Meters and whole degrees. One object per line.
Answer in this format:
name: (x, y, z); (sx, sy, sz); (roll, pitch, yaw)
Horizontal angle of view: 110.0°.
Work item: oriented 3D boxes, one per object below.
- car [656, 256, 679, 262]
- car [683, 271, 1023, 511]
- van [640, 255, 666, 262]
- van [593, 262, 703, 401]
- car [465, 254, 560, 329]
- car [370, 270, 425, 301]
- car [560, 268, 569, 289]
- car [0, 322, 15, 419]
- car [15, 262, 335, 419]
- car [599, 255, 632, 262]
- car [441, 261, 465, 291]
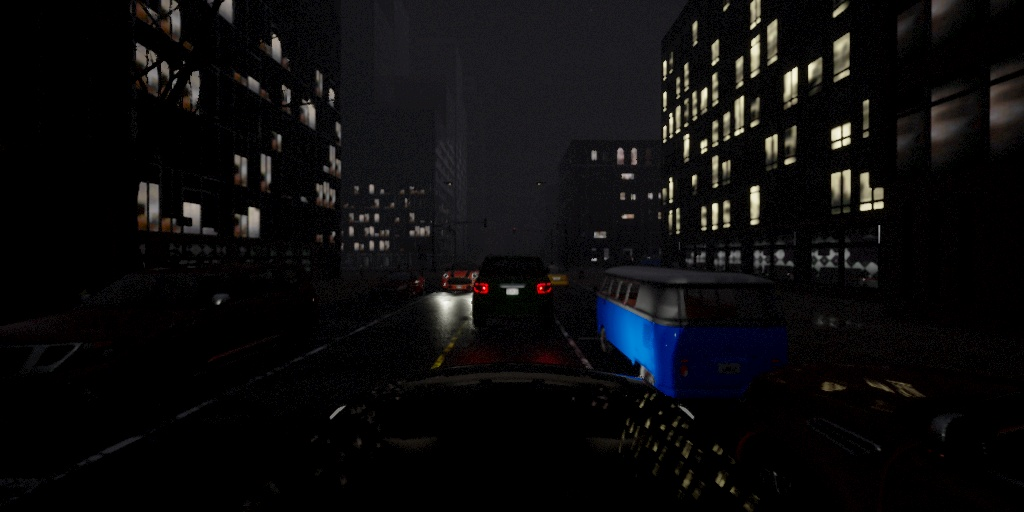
car: (21.093, 0.995, 45.310); (4.507, 1.381, 1.888); (0, 0, -1)
car: (2.565, 1.065, 0.523); (2.192, 1.841, 5.009); (0, 0, 0)
van: (20.986, 0.772, 53.190); (3.998, 1.789, 1.690); (0, 0, -1)
van: (2.566, 1.088, 6.082); (1.690, 1.789, 3.998); (0, 0, 0)
car: (0.056, 0.966, 11.426); (2.150, 2.045, 5.566); (0, 0, 1)
car: (-5.313, 1.323, 17.200); (1.802, 1.307, 4.207); (0, 0, 0)
car: (2.568, 1.263, 22.928); (1.751, 1.417, 4.829); (0, 0, 0)
car: (-5.315, 1.065, 0.524); (2.192, 1.841, 5.009); (0, 0, 0)
car: (-5.315, 1.062, 6.083); (2.192, 1.841, 5.009); (0, 0, 0)
car: (15.331, 0.816, 53.131); (5.009, 1.841, 2.192); (0, 0, -1)
car: (-2.840, 1.090, 21.513); (2.097, 1.767, 4.553); (0, 0, 0)
